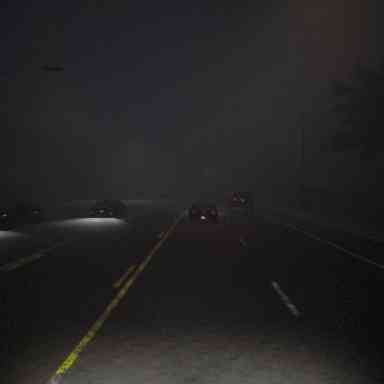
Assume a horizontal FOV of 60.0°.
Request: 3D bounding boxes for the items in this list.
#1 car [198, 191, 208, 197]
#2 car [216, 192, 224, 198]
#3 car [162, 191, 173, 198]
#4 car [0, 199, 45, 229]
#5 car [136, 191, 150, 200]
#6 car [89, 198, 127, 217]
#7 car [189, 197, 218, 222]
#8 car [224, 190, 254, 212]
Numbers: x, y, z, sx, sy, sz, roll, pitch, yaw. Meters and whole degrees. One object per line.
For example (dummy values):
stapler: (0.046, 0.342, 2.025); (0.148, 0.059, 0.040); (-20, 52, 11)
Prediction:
car: (2.253, 0.566, 67.578); (1.882, 1.535, 5.008); (1, 0, 2)
car: (5.619, 0.713, 63.129); (1.812, 1.442, 4.674); (1, 1, 2)
car: (-4.868, 0.435, 66.638); (2.033, 1.411, 5.357); (1, 1, 2)
car: (-10.041, 1.156, 18.843); (1.812, 1.442, 4.674); (1, 1, 2)
car: (-8.653, 0.593, 58.952); (1.837, 1.490, 4.892); (1, 1, 3)
car: (-6.315, 1.143, 25.480); (1.994, 1.385, 4.181); (1, 1, 2)
car: (0.805, 1.289, 23.232); (1.895, 1.301, 4.718); (1, 1, 2)
car: (4.597, 0.825, 32.190); (2.150, 2.045, 5.566); (1, 0, 2)
